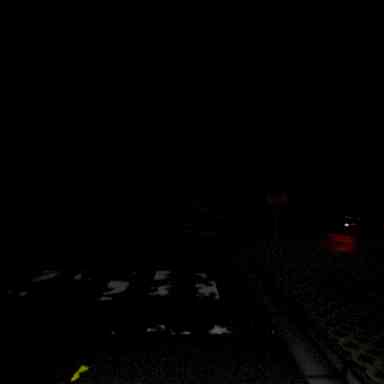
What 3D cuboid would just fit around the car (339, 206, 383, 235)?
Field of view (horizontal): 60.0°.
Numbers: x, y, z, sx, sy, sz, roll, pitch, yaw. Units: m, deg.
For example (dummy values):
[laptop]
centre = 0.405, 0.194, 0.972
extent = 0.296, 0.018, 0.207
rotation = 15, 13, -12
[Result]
[car]
centre = 10.943, 1.610, 19.480
extent = 4.892, 1.490, 1.837
rotation = 1, 0, -20
